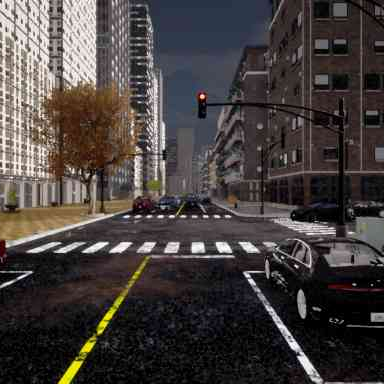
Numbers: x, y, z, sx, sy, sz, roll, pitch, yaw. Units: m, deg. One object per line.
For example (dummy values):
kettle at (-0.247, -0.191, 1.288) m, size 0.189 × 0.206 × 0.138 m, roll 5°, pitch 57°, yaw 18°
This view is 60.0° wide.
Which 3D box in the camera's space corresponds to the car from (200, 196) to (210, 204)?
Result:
car at (2.632, 1.578, 67.097) m, size 1.752 × 1.417 × 4.829 m, roll 0°, pitch 0°, yaw 0°

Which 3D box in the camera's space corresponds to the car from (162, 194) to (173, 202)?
car at (-5.758, 1.385, 77.966) m, size 2.192 × 1.841 × 5.009 m, roll 0°, pitch 0°, yaw 0°

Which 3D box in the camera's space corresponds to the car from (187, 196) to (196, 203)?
car at (-0.050, 1.615, 72.669) m, size 1.994 × 1.385 × 4.181 m, roll 0°, pitch 0°, yaw 0°

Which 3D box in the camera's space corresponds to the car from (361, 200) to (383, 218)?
car at (13.403, 1.350, 26.340) m, size 4.403 × 1.369 × 2.008 m, roll -1°, pitch 1°, yaw -1°

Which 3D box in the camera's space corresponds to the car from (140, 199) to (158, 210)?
car at (-5.730, 1.592, 44.829) m, size 1.947 × 1.339 × 4.313 m, roll 0°, pitch 0°, yaw 0°

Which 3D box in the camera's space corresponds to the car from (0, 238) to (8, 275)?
car at (-5.698, 1.545, 6.918) m, size 1.887 × 1.381 × 4.507 m, roll 0°, pitch 0°, yaw 0°

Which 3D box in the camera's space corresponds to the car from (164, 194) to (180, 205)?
car at (-3.137, 1.382, 48.364) m, size 2.097 × 1.767 × 4.553 m, roll 0°, pitch 0°, yaw 0°

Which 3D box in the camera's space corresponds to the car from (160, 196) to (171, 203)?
car at (-5.753, 1.627, 72.444) m, size 1.947 × 1.339 × 4.313 m, roll 0°, pitch 0°, yaw 0°

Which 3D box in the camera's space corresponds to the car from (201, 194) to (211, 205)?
car at (2.637, 1.610, 61.404) m, size 1.947 × 1.339 × 4.313 m, roll 0°, pitch 0°, yaw 0°

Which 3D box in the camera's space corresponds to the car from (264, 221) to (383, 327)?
car at (2.682, 1.551, 6.925) m, size 2.008 × 1.369 × 4.403 m, roll 0°, pitch 0°, yaw 0°

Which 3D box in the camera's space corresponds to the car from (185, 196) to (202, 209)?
car at (0.066, 1.592, 46.463) m, size 1.994 × 1.385 × 4.181 m, roll 0°, pitch 0°, yaw 0°

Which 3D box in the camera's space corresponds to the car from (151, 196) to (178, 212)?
car at (-3.133, 1.512, 38.486) m, size 2.128 × 1.511 × 4.902 m, roll 0°, pitch 0°, yaw 0°

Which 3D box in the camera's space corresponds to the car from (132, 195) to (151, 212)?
car at (-5.726, 1.336, 39.306) m, size 2.192 × 1.841 × 5.009 m, roll 0°, pitch 0°, yaw 0°

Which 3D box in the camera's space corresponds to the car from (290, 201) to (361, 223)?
car at (9.135, 1.430, 23.448) m, size 4.181 × 1.385 × 1.994 m, roll -1°, pitch 0°, yaw -4°

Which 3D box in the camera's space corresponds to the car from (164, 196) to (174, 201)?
car at (-5.763, 1.632, 83.489) m, size 2.008 × 1.369 × 4.403 m, roll 0°, pitch 0°, yaw 0°

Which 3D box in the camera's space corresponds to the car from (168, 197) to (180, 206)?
car at (-3.130, 1.642, 58.435) m, size 1.895 × 1.301 × 4.718 m, roll 0°, pitch 0°, yaw 0°

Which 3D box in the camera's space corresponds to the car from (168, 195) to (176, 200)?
car at (-5.772, 1.654, 94.535) m, size 2.008 × 1.369 × 4.403 m, roll 0°, pitch 0°, yaw 0°

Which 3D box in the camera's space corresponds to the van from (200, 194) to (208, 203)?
van at (2.627, 1.402, 72.451) m, size 1.690 × 1.788 × 3.998 m, roll 0°, pitch 0°, yaw 0°
